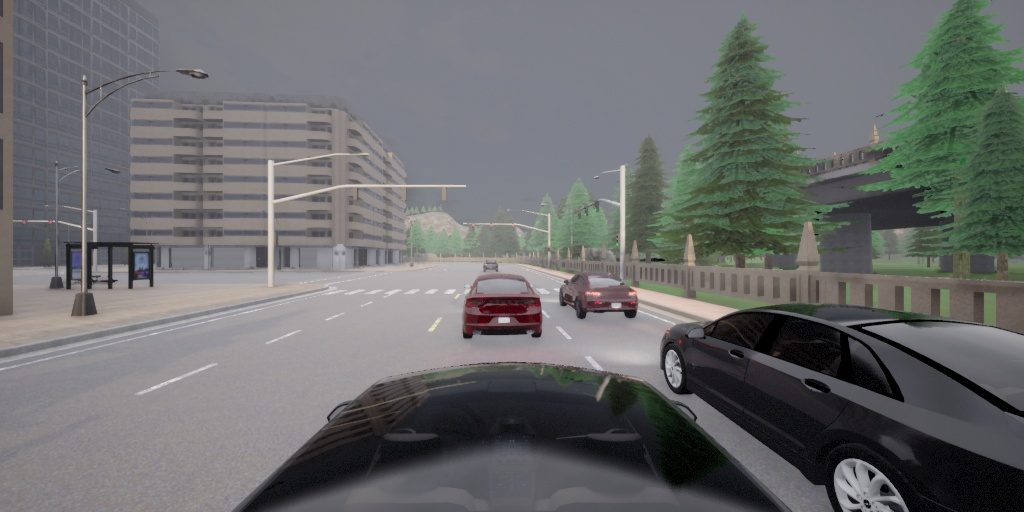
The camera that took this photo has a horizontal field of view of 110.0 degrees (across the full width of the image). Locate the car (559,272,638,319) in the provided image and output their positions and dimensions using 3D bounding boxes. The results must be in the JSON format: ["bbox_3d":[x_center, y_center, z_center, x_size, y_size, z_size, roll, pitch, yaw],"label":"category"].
[{"bbox_3d":[2.920,1.276,12.753,1.812,1.442,4.674,0,0,-3],"label":"car"}]

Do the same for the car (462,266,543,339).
[{"bbox_3d":[-0.342,1.228,10.178,1.882,1.535,5.008,0,0,-4],"label":"car"}]

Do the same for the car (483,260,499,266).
[{"bbox_3d":[-2.720,1.242,45.921,2.128,1.511,4.902,0,0,-4],"label":"car"}]

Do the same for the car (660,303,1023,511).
[{"bbox_3d":[3.257,1.255,3.763,1.837,1.490,4.892,0,0,0],"label":"car"}]
